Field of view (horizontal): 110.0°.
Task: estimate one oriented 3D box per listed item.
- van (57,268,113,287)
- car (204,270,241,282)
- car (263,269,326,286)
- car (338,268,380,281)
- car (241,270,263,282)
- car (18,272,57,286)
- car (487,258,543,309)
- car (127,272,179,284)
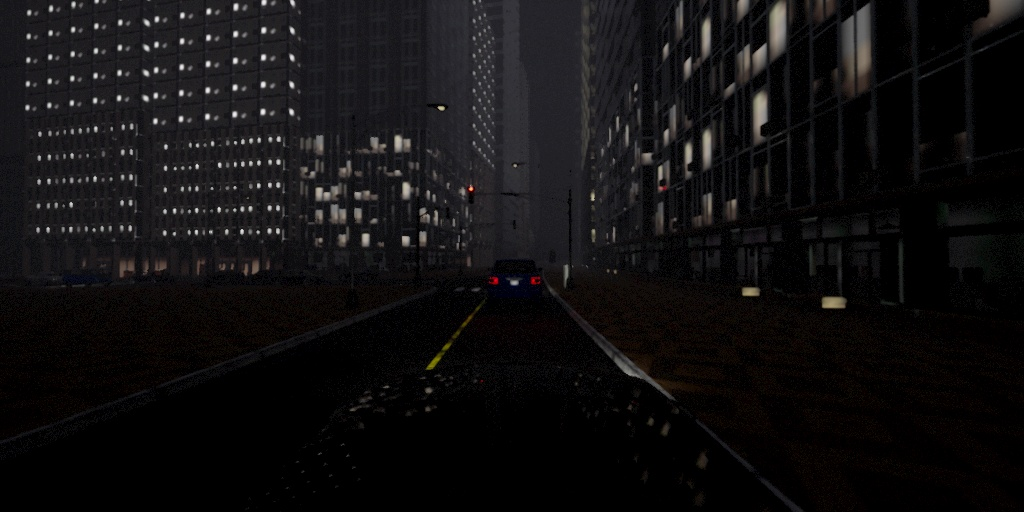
[{"bbox_3d":[-39.780,2.032,33.690,3.998,1.789,1.690,0,0,10],"label":"van"},{"bbox_3d":[-32.743,2.261,40.926,4.313,1.339,1.948,0,0,10],"label":"car"},{"bbox_3d":[-17.647,1.809,29.658,4.403,1.370,2.007,0,0,10],"label":"car"},{"bbox_3d":[-16.144,1.922,37.902,4.403,1.370,2.007,0,0,10],"label":"car"},{"bbox_3d":[-27.210,2.152,39.918,4.313,1.339,1.948,0,0,10],"label":"car"},{"bbox_3d":[-49.138,2.451,38.133,4.674,1.442,1.812,-1,-1,11],"label":"car"},{"bbox_3d":[0.160,1.092,15.792,2.150,2.045,5.566,0,0,2],"label":"car"},{"bbox_3d":[-39.508,2.384,39.433,4.718,1.301,1.895,-1,-1,10],"label":"car"}]
